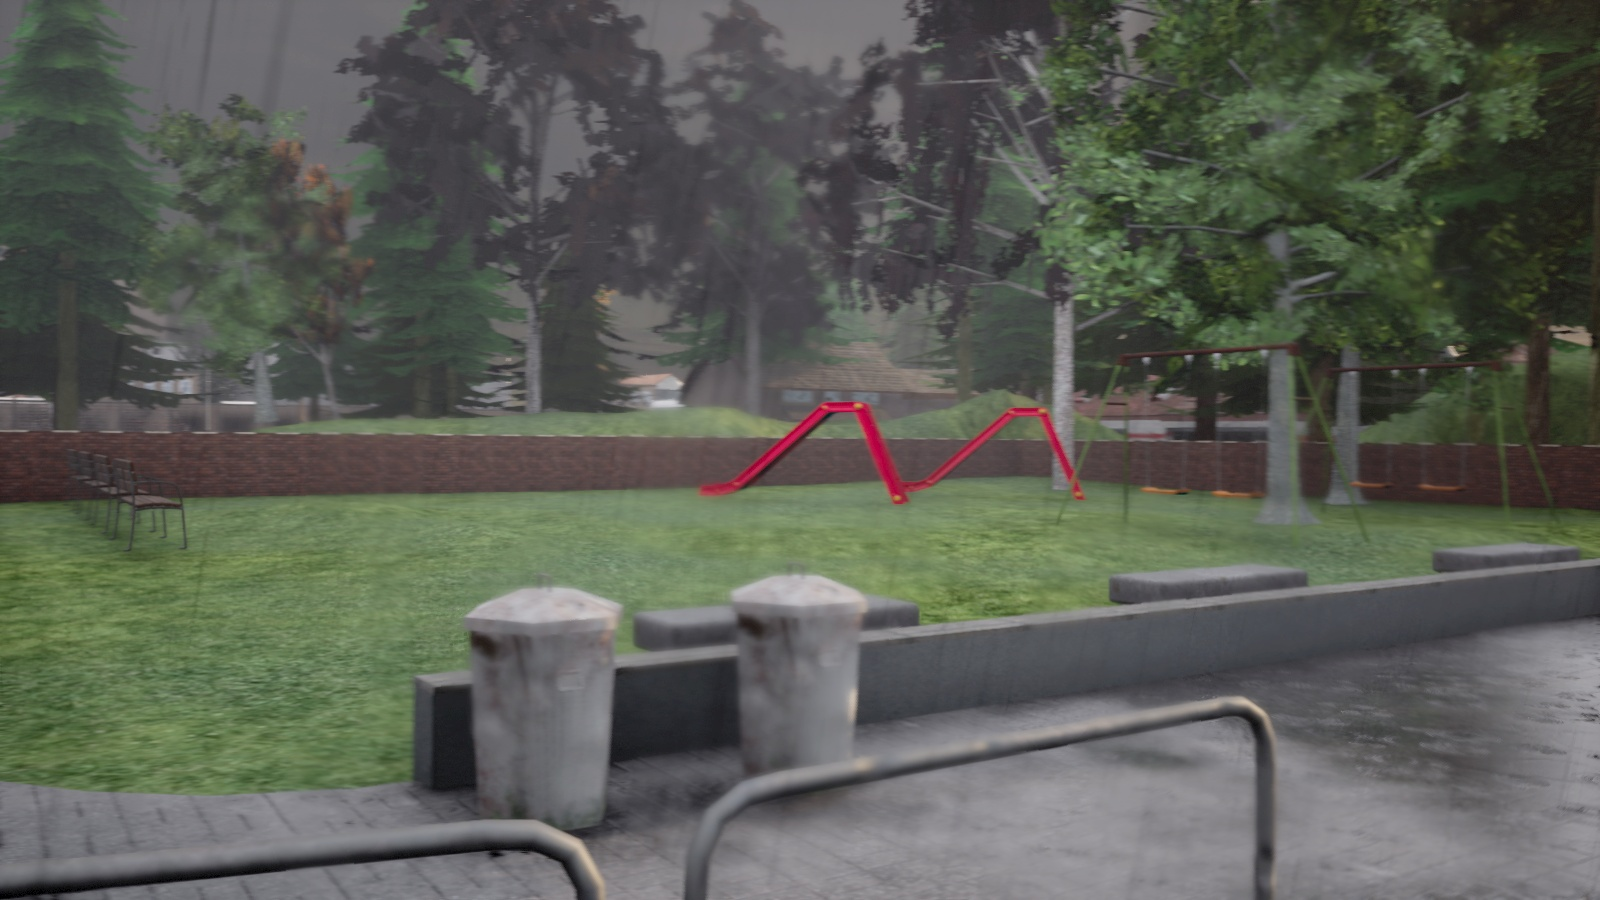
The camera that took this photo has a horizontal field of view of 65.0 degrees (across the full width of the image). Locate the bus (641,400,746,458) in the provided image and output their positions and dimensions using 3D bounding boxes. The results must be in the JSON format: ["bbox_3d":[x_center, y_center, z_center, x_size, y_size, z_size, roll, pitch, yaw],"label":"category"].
[{"bbox_3d":[-8.321,-1.583,96.628,3.944,4.253,10.273,-1,1,-31],"label":"bus"}]
